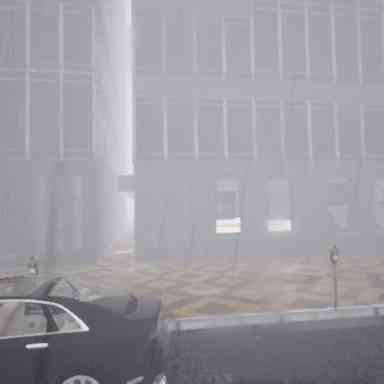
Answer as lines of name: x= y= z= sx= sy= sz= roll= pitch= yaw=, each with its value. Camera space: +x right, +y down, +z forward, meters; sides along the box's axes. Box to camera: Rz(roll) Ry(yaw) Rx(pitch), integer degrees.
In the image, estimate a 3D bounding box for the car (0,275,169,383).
car: x=-2.485 y=1.764 z=3.950 sx=4.403 sy=1.369 sz=2.008 roll=-1 pitch=-2 yaw=-9
